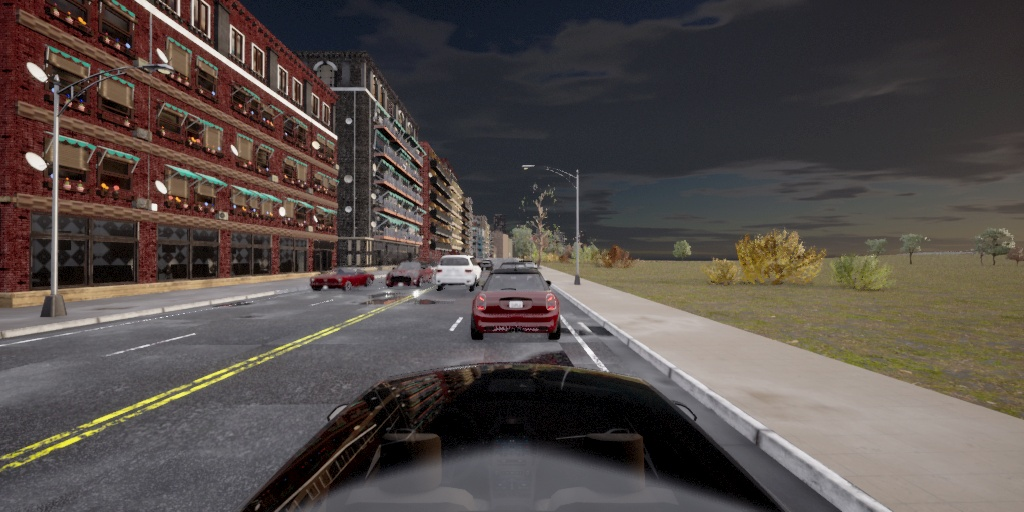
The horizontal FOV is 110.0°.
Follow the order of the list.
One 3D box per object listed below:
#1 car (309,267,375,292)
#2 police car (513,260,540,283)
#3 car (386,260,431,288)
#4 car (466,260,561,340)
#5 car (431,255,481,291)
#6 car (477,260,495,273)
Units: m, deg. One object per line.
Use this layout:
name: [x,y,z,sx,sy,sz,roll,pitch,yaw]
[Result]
car: [-9.876,1.354,21.183,1.895,1.301,4.718,0,0,0]
police car: [1.098,1.179,29.401,1.930,1.638,5.238,0,0,0]
car: [-6.632,1.105,23.568,2.097,1.767,4.553,0,0,0]
car: [0.081,1.103,10.133,2.097,1.767,4.553,0,0,0]
car: [-3.180,0.976,22.114,2.150,2.045,5.566,0,0,0]
car: [-3.209,1.255,44.564,1.837,1.490,4.892,0,-1,0]
